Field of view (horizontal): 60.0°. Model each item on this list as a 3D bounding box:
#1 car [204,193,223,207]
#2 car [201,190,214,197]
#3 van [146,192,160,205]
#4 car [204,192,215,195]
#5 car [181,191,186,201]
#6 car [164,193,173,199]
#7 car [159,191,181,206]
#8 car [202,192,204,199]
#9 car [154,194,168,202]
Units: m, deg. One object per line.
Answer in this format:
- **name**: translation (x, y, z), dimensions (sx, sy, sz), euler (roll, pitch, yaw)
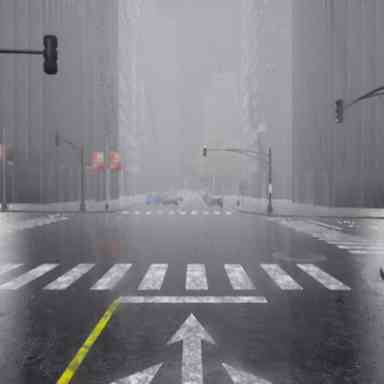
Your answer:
- **car**: translation (2.960, 1.165, 41.714), dimensions (2.008, 1.369, 4.403), euler (0, 1, 1)
- **car**: translation (3.114, 0.780, 58.250), dimensions (2.192, 1.841, 5.009), euler (0, 1, 1)
- **van**: translation (-5.513, 0.905, 47.302), dimensions (1.690, 1.788, 3.998), euler (0, 1, 1)
- **car**: translation (3.013, 1.088, 47.397), dimensions (1.752, 1.417, 4.829), euler (0, 1, 1)
- **car**: translation (-2.663, 0.958, 61.808), dimensions (1.812, 1.442, 4.674), euler (0, 0, 1)
- **car**: translation (-5.258, 0.860, 74.864), dimensions (1.887, 1.381, 4.507), euler (0, 1, 1)
- **car**: translation (-2.857, 1.066, 44.605), dimensions (1.882, 1.535, 5.008), euler (0, 1, 1)
- **car**: translation (3.063, 1.065, 52.740), dimensions (2.008, 1.369, 4.403), euler (0, 1, 1)
- **car**: translation (-5.411, 1.030, 58.328), dimensions (1.947, 1.339, 4.313), euler (0, 1, 1)
